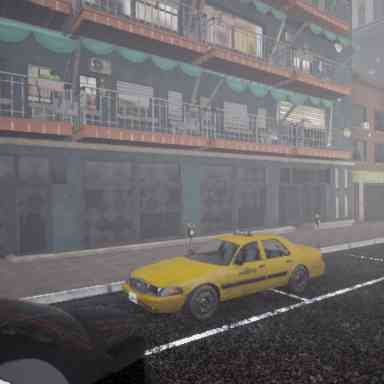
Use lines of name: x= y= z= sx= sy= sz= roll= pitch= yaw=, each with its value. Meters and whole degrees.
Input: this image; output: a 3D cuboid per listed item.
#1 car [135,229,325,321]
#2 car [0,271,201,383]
car: x=0.921 y=1.524 z=7.228 sx=4.829 sy=1.417 sz=1.752 roll=0 pitch=-1 yaw=-35
car: x=-2.480 y=1.505 z=1.609 sx=4.892 sy=1.490 sz=1.837 roll=0 pitch=0 yaw=-36
